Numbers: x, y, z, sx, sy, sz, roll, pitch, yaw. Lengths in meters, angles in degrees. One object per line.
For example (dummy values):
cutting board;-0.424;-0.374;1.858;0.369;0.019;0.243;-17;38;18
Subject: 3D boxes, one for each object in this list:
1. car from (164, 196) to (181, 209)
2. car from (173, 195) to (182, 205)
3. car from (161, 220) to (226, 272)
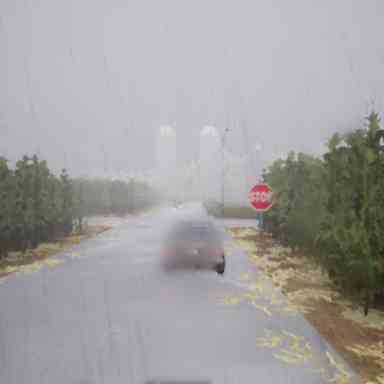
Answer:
car;-3.172;1.811;51.038;2.128;1.511;4.902;0;-1;0
car;-3.101;1.636;66.632;2.150;2.045;5.566;0;0;0
car;0.060;1.640;11.042;2.033;1.411;5.357;0;0;0
